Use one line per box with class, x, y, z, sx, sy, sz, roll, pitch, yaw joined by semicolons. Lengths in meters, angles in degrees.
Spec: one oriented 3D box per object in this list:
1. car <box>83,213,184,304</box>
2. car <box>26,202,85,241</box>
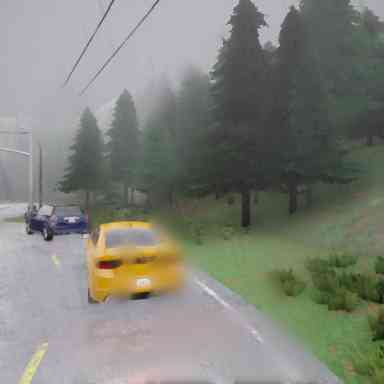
car;-1.659;1.478;8.369;1.882;1.535;5.008;0;0;-18
car;-6.917;1.352;17.024;2.097;1.767;4.553;0;0;-40
